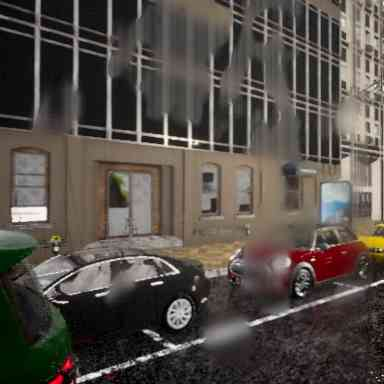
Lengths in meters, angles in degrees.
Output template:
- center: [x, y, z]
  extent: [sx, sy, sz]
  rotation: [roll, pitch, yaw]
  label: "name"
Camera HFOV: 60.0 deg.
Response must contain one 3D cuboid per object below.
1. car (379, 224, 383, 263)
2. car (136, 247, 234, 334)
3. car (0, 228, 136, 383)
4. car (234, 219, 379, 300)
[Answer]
- center: [7.244, 1.719, 11.980]
  extent: [4.829, 1.417, 1.752]
  rotation: [1, -1, -37]
  label: "car"
- center: [-1.680, 1.620, 5.333]
  extent: [4.403, 1.369, 2.008]
  rotation: [1, -1, -37]
  label: "car"
- center: [-3.194, 1.226, 0.981]
  extent: [5.566, 2.045, 2.150]
  rotation: [1, -1, -37]
  label: "car"
- center: [2.851, 1.572, 8.709]
  extent: [4.097, 1.590, 1.967]
  rotation: [1, -1, -37]
  label: "car"
